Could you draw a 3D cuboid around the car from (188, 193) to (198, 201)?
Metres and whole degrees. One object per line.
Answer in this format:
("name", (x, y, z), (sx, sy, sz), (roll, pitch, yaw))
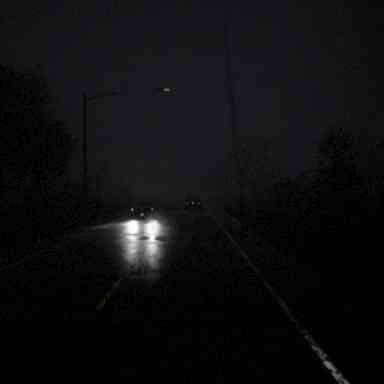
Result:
("car", (0.265, 0.914, 62.767), (1.895, 1.301, 4.718), (0, 1, 1))

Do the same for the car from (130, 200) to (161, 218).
("car", (-3.598, 1.300, 26.252), (1.895, 1.301, 4.718), (0, 1, 0))

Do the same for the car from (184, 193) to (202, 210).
("car", (0.087, 1.137, 35.997), (2.033, 1.411, 5.357), (0, 1, 0))
